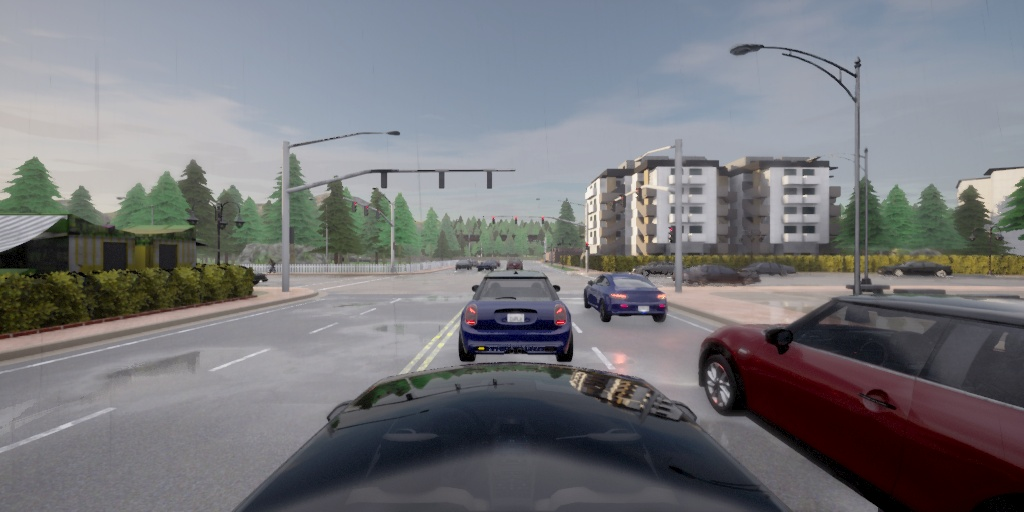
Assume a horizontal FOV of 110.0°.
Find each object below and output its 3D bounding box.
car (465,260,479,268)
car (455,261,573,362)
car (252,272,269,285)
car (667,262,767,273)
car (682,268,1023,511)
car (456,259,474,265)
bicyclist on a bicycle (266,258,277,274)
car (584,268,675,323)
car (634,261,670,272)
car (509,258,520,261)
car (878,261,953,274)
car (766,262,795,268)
[{"bbox_3d":[-6.739,1.311,60.818,1.994,1.385,4.181,0,0,0],"label":"car"},{"bbox_3d":[0.093,1.102,8.383,2.097,1.767,4.553,0,0,1],"label":"car"},{"bbox_3d":[-19.362,1.296,23.793,5.357,1.411,2.033,0,0,-1],"label":"car"},{"bbox_3d":[13.777,1.296,24.306,5.357,1.411,2.033,0,0,-3],"label":"car"},{"bbox_3d":[3.605,1.102,3.104,2.097,1.767,4.553,0,0,0],"label":"car"},{"bbox_3d":[-6.797,1.225,50.901,1.882,1.535,5.008,0,0,0],"label":"car"},{"bbox_3d":[-25.591,1.050,38.158,0.582,1.620,1.656,0,0,-1],"label":"bicyclist on a bicycle"},{"bbox_3d":[3.646,1.275,12.093,1.812,1.442,4.674,0,0,1],"label":"car"},{"bbox_3d":[14.250,1.240,34.975,4.902,1.511,2.128,0,0,-2],"label":"car"},{"bbox_3d":[0.373,1.099,49.606,2.097,1.767,4.553,0,0,0],"label":"car"},{"bbox_3d":[37.568,1.226,33.583,5.008,1.535,1.882,0,0,15],"label":"car"},{"bbox_3d":[24.746,1.296,35.229,5.357,1.411,2.033,0,0,0],"label":"car"}]
